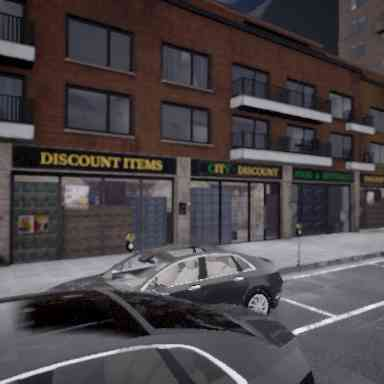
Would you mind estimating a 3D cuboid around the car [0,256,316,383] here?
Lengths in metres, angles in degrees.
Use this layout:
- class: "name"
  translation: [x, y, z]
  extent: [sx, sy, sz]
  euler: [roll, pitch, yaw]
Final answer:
- class: "car"
  translation: [-1.300, 1.527, 1.941]
  extent: [4.892, 1.490, 1.837]
  euler: [1, -1, -33]

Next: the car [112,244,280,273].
- class: "car"
  translation: [-0.355, 1.629, 5.704]
  extent: [4.403, 1.369, 2.008]
  euler: [1, -1, -33]
